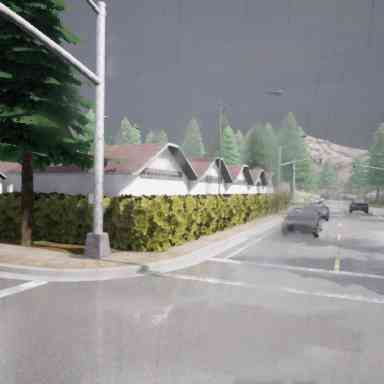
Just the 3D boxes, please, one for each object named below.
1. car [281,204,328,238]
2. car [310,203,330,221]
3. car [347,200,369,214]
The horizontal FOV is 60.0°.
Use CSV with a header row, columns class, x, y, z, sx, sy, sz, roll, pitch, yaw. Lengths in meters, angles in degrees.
class,x,y,z,sx,sy,sz,roll,pitch,yaw
car,6.376,1.620,18.925,2.033,1.411,5.357,1,0,24
car,10.485,1.642,27.951,1.994,1.385,4.181,1,0,25
car,19.148,1.656,38.308,1.837,1.490,4.892,1,0,23
